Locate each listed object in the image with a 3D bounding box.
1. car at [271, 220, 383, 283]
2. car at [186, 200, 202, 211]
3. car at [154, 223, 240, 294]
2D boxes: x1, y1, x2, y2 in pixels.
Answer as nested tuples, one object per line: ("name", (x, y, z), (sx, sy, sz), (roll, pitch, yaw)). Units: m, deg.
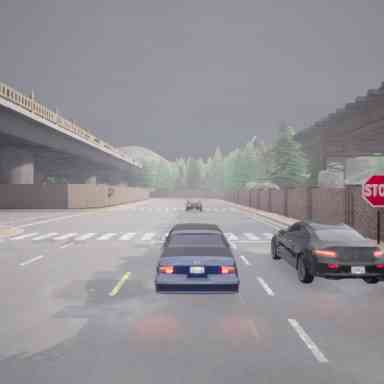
("car", (3.600, 1.526, 9.505), (1.812, 1.442, 4.674), (0, 0, 0))
("car", (0.232, 1.601, 40.507), (1.895, 1.301, 4.718), (0, 0, 0))
("car", (0.099, 1.547, 8.908), (2.033, 1.411, 5.357), (0, 0, 0))
